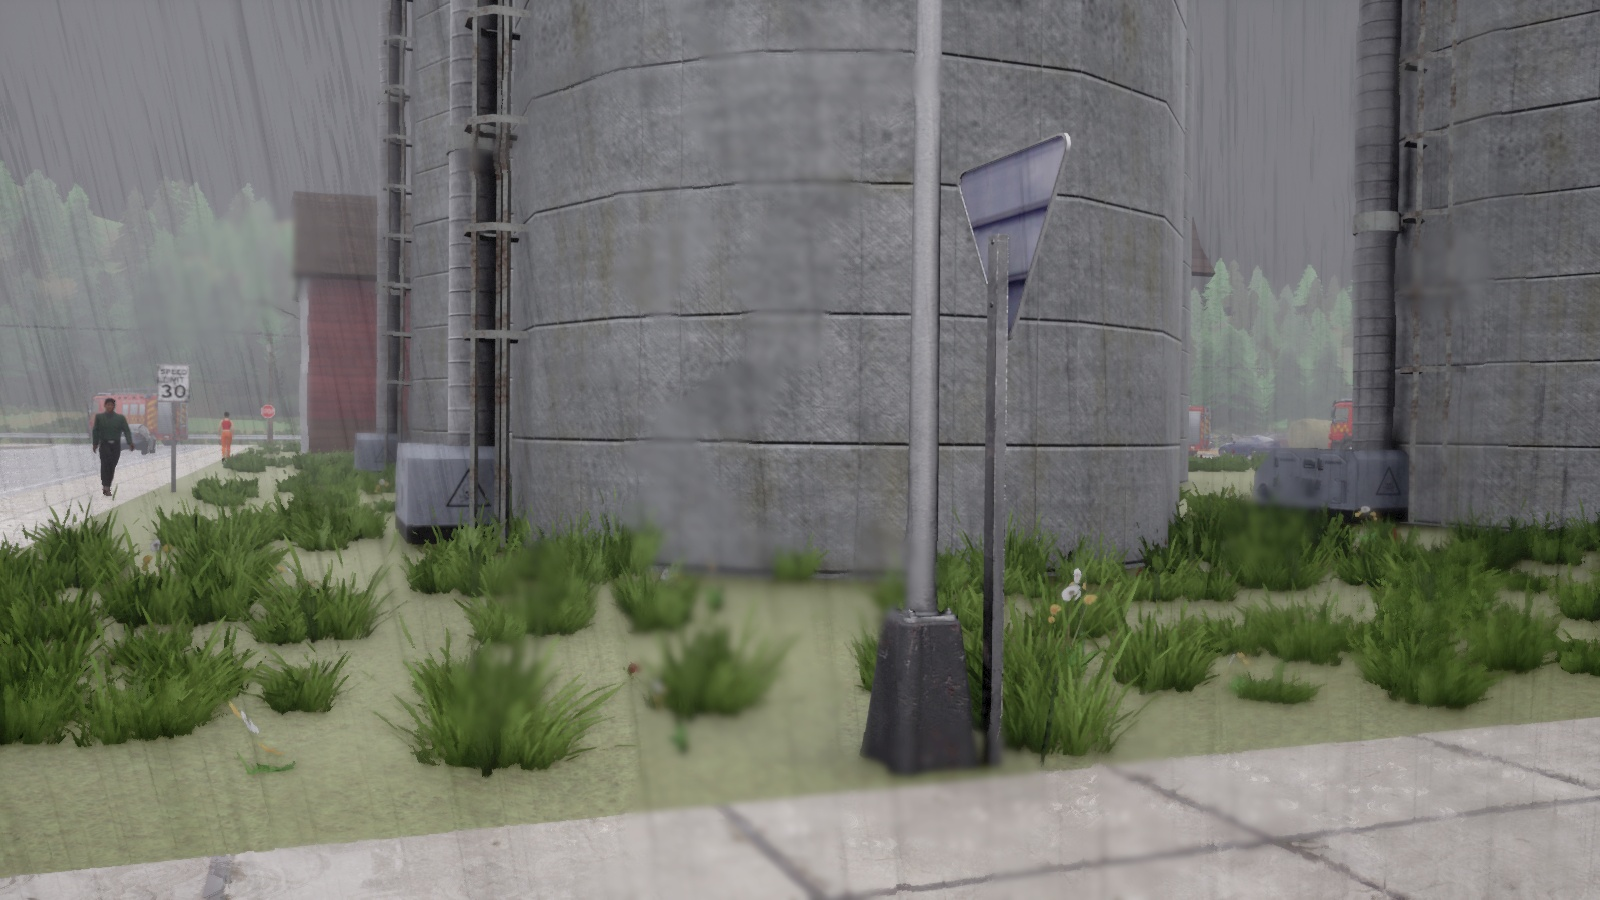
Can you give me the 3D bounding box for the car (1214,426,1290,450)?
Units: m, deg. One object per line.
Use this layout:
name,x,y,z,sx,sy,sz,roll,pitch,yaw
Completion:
car,28.201,-0.784,78.468,1.812,1.442,4.674,-1,1,-21

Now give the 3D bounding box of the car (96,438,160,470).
car,-32.436,0.160,60.743,2.163,1.488,4.792,-1,1,-22

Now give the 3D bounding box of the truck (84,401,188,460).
truck,-45.143,-1.268,85.260,8.468,3.827,2.891,0,1,38

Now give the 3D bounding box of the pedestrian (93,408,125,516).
pedestrian,-12.742,0.214,23.143,0.423,1.949,0.788,-1,1,-33

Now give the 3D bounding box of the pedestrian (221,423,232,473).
pedestrian,-21.044,-0.070,46.069,0.345,1.836,0.594,-1,1,-24

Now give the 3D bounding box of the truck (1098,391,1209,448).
truck,24.537,-2.088,87.621,2.891,3.827,8.468,-1,1,-22

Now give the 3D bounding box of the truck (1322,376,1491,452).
truck,32.460,-1.860,67.723,2.891,3.827,8.468,0,1,-22
